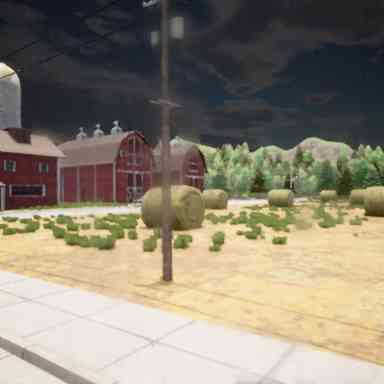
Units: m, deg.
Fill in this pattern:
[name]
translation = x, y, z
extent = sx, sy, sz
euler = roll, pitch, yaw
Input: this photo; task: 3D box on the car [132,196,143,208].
[car]
translation = -7.596, 1.597, 55.841
extent = 2.150, 2.045, 5.566
euler = -1, -1, 35
